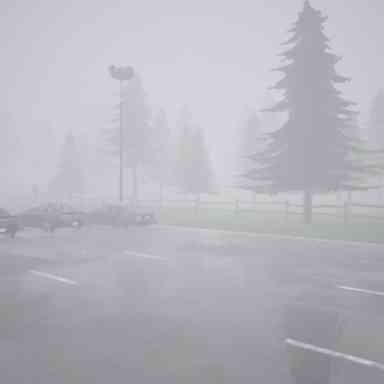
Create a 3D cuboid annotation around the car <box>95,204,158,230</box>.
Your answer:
[{"bbox_3d":[-4.540,1.446,20.132,5.357,1.411,2.033,0,0,36],"label":"car"}]

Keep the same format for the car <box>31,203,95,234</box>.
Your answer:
[{"bbox_3d":[-7.872,1.379,18.213,4.902,1.511,2.128,0,0,36],"label":"car"}]

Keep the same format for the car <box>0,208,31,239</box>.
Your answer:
[{"bbox_3d":[-9.907,1.379,15.363,4.902,1.511,2.128,0,0,36],"label":"car"}]
